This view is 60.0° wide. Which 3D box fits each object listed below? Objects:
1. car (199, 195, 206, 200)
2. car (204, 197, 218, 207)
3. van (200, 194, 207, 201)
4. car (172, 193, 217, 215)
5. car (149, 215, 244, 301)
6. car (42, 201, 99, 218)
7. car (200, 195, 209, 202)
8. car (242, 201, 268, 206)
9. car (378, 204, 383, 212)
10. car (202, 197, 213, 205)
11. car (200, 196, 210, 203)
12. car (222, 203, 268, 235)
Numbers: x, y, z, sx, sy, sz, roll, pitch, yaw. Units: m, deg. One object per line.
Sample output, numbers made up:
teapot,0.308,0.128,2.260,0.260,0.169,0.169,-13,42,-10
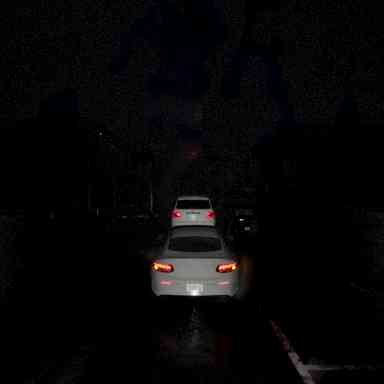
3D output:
car,2.945,1.571,94.986,2.008,1.369,4.403,-1,0,0
car,2.794,1.547,50.726,1.887,1.381,4.507,-1,0,0
van,2.903,1.357,83.921,1.690,1.788,3.998,-1,0,0
car,0.092,1.217,17.925,2.150,2.045,5.566,0,0,1
car,0.082,1.523,8.175,1.812,1.442,4.674,0,0,1
car,-11.036,1.593,30.279,4.902,1.511,2.128,0,1,0
car,2.886,1.454,78.389,1.967,1.590,4.097,-1,0,0
car,5.350,1.543,33.180,4.718,1.301,1.895,-1,1,0
car,21.120,1.374,33.110,4.674,1.442,1.812,0,1,0
car,2.832,1.589,61.791,1.802,1.307,4.206,-1,0,0
car,2.869,1.556,72.856,1.887,1.381,4.507,-1,0,0
car,2.683,1.546,18.281,2.008,1.369,4.403,-1,0,0
